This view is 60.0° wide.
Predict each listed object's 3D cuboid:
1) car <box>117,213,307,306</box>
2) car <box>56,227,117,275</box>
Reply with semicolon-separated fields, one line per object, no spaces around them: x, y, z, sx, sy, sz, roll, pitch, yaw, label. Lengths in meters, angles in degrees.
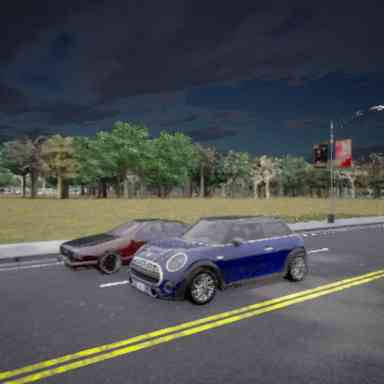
0.767;1.380;8.228;4.553;1.767;2.097;0;0;-36;car
-1.376;1.574;10.692;5.357;1.411;2.033;0;0;-36;car
